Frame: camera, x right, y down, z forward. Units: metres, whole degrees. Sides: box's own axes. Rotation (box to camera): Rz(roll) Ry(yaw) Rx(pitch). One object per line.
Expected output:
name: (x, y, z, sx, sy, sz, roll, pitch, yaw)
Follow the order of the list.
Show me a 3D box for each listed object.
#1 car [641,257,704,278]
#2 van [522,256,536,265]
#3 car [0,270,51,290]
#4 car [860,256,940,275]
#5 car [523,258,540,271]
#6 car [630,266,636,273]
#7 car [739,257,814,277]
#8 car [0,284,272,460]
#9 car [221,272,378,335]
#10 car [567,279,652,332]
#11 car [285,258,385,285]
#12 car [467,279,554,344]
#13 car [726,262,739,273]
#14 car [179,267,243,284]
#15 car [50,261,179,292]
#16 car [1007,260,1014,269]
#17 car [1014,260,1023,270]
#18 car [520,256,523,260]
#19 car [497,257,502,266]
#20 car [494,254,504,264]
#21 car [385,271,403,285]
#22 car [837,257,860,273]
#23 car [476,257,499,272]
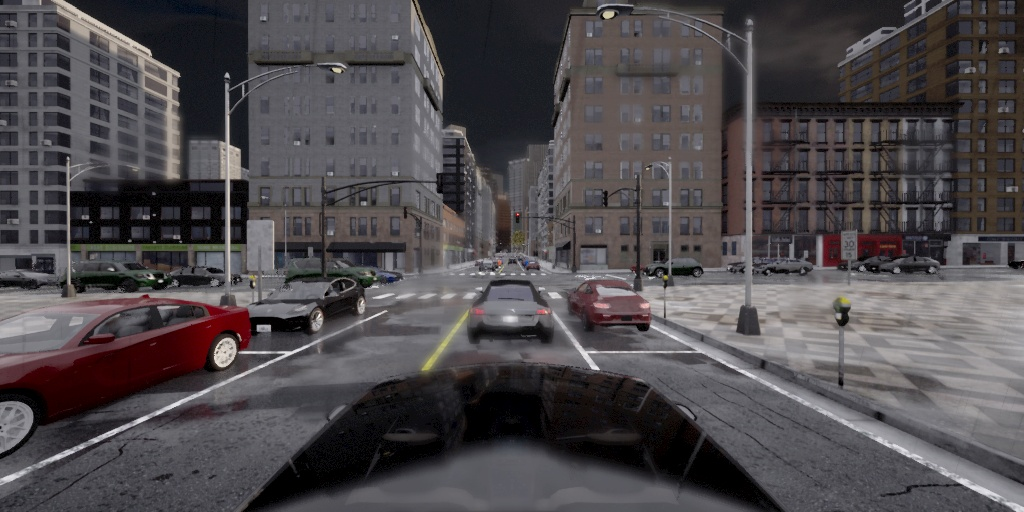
car: (13.327, 0.875, 29.902, 4.553, 1.767, 2.097, -1, 0, 0)
van: (2.803, 0.998, 53.360, 1.690, 1.789, 3.998, 0, 0, 0)
car: (-35.675, 1.725, 26.363, 4.674, 1.442, 1.812, -1, 0, 0)
car: (32.622, 0.758, 29.932, 4.892, 1.490, 1.837, -1, 0, 0)
car: (2.786, 1.257, 47.808, 1.802, 1.307, 4.207, 0, 0, 0)
car: (13.475, 1.105, 33.155, 4.718, 1.301, 1.895, -1, 0, 0)
car: (22.281, 0.888, 29.920, 4.902, 1.511, 2.128, -1, 0, 0)
car: (-5.777, 1.294, 4.907, 1.888, 1.381, 4.507, 0, 0, 0)
car: (-5.808, 1.314, 10.551, 1.948, 1.339, 4.313, 0, 0, 0)
car: (2.717, 1.330, 10.596, 1.802, 1.307, 4.207, 0, 0, 0)
car: (-11.402, 1.129, 22.811, 5.566, 2.045, 2.150, -1, 0, 4)
car: (-0.036, 1.312, 9.598, 1.994, 1.385, 4.181, 0, 0, 0)
car: (22.516, 0.868, 33.171, 4.902, 1.511, 2.128, -1, 0, 0)
car: (-22.609, 1.543, 26.385, 4.892, 1.490, 1.837, -1, 0, 0)
car: (-25.438, 1.314, 23.126, 5.566, 2.045, 2.150, -1, 0, 0)
car: (49.182, 0.621, 33.123, 4.718, 1.301, 1.895, -1, 0, 0)
car: (45.912, 0.554, 29.899, 5.008, 1.535, 1.882, -1, 0, 0)
car: (2.837, 1.202, 64.468, 1.802, 1.307, 4.207, 0, 0, 0)
car: (-3.047, 1.199, 55.248, 2.033, 1.411, 5.357, 0, 0, 0)
car: (-2.980, 0.968, 65.157, 2.097, 1.767, 4.553, 0, 0, 1)
car: (-10.884, 1.420, 26.400, 5.357, 1.411, 2.033, -1, 1, 0)
car: (33.005, 0.737, 33.184, 4.892, 1.490, 1.837, -1, 0, 0)
car: (-3.080, 1.207, 45.598, 1.812, 1.442, 4.674, 0, 0, 2)
